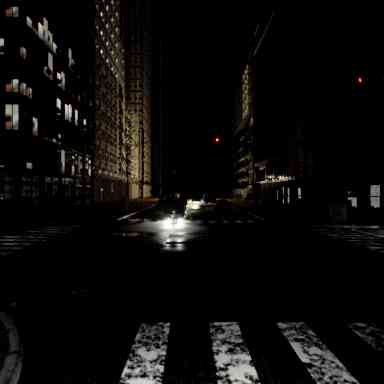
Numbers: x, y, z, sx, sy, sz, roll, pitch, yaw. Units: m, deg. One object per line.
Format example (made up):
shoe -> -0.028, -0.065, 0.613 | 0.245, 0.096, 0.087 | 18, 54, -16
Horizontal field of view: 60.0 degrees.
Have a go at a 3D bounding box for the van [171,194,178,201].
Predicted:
van -> -4.458, 1.315, 85.906 | 1.690, 1.788, 3.998 | 0, 0, 0

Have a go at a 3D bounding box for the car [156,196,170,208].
car -> -4.173, 1.592, 47.214 | 1.802, 1.307, 4.206 | 0, 0, 0

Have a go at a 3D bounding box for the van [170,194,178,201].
van -> -4.417, 1.321, 80.379 | 1.690, 1.788, 3.998 | 0, 0, 0

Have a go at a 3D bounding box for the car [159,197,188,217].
car -> -1.607, 1.509, 31.969 | 2.128, 1.511, 4.902 | 0, 0, 0

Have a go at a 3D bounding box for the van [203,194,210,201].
van -> 3.463, 1.321, 80.437 | 1.690, 1.788, 3.998 | 0, 0, 0

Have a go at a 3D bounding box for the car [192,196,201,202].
car -> 0.964, 1.512, 73.185 | 1.812, 1.442, 4.674 | 0, 0, 0

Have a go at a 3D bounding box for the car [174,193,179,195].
car -> -4.376, 1.426, 74.852 | 1.967, 1.590, 4.097 | 0, 0, 0

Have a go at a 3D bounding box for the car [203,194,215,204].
car -> 3.585, 1.313, 63.854 | 2.192, 1.841, 5.009 | 0, 0, 0

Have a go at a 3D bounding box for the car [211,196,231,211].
car -> 3.797, 1.579, 41.746 | 1.947, 1.339, 4.313 | 0, 0, 0

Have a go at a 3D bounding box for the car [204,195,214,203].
car -> 3.544, 1.432, 69.382 | 1.967, 1.590, 4.097 | 0, 0, 0

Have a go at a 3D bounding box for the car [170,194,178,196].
car -> -4.295, 1.564, 63.796 | 1.947, 1.339, 4.313 | 0, 0, 0
